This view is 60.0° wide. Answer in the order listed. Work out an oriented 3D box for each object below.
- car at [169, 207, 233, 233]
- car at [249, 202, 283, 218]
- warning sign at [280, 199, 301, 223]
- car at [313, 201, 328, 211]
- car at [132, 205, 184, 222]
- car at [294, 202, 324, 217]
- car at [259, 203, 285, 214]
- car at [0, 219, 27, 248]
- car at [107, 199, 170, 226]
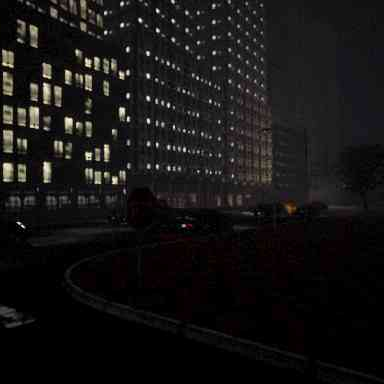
[{"bbox_3d":[0.939,1.774,21.716,1.837,1.490,4.892,-1,-1,36],"label":"car"},{"bbox_3d":[8.670,2.090,37.853,1.837,1.490,4.892,-1,-1,36],"label":"car"},{"bbox_3d":[7.897,1.488,26.580,1.300,1.860,1.060,0,0,36],"label":"warning sign"},{"bbox_3d":[20.733,2.270,54.430,2.097,1.767,4.553,-1,-1,36],"label":"car"},{"bbox_3d":[-3.270,2.016,32.836,2.033,1.411,5.357,-1,-1,36],"label":"car"},{"bbox_3d":[13.549,2.180,39.028,1.994,1.385,4.181,-1,-1,36],"label":"car"},{"bbox_3d":[11.467,2.276,47.442,1.837,1.490,4.892,-1,-2,37],"label":"car"},{"bbox_3d":[-9.150,1.418,13.392,2.097,1.767,4.553,-1,-2,36],"label":"car"},{"bbox_3d":[-4.056,1.565,26.243,2.150,2.045,5.566,-1,-1,36],"label":"car"}]
